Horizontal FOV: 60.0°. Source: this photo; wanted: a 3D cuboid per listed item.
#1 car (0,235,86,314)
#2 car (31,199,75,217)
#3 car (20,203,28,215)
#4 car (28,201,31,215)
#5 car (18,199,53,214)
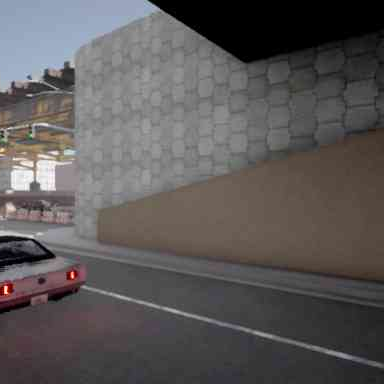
[{"bbox_3d":[-4.475,1.608,7.154,4.718,1.301,1.895,0,0,36],"label":"car"},{"bbox_3d":[-11.023,1.319,28.890,4.536,1.218,1.853,0,0,1],"label":"car"},{"bbox_3d":[-14.764,1.481,31.651,2.038,1.542,4.974,0,0,-9],"label":"car"},{"bbox_3d":[-11.075,1.477,28.890,4.974,1.542,2.038,0,0,1],"label":"car"},{"bbox_3d":[-14.773,1.324,31.702,1.853,1.218,4.536,0,0,-9],"label":"car"}]
